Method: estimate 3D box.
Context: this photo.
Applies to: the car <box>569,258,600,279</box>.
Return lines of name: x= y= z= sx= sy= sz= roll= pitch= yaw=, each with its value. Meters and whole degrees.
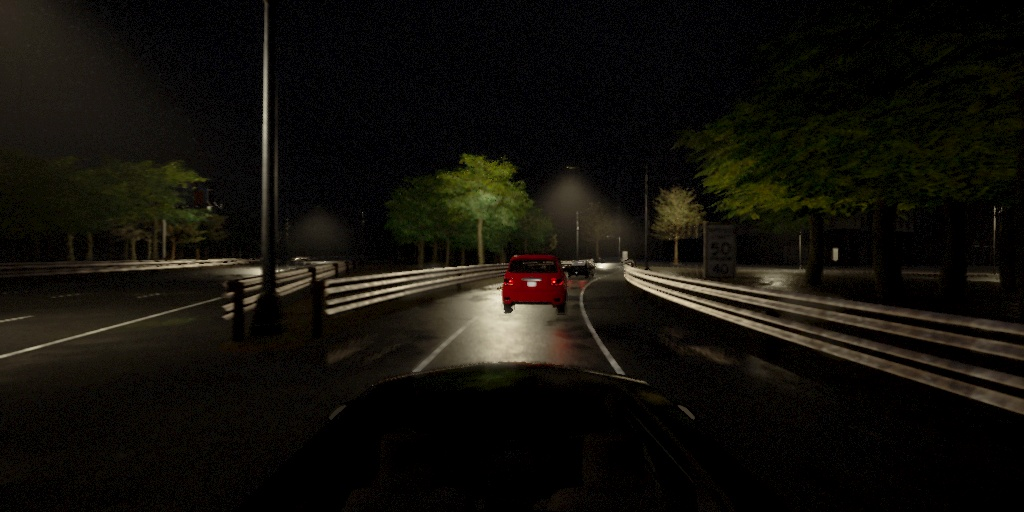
car: x=6.525 y=1.247 z=33.441 sx=2.128 sy=1.511 sz=4.902 roll=0 pitch=0 yaw=22

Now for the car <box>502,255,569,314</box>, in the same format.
car: x=1.039 y=0.988 z=14.013 sx=2.150 sy=2.045 sz=5.566 roll=0 pitch=0 yaw=9
